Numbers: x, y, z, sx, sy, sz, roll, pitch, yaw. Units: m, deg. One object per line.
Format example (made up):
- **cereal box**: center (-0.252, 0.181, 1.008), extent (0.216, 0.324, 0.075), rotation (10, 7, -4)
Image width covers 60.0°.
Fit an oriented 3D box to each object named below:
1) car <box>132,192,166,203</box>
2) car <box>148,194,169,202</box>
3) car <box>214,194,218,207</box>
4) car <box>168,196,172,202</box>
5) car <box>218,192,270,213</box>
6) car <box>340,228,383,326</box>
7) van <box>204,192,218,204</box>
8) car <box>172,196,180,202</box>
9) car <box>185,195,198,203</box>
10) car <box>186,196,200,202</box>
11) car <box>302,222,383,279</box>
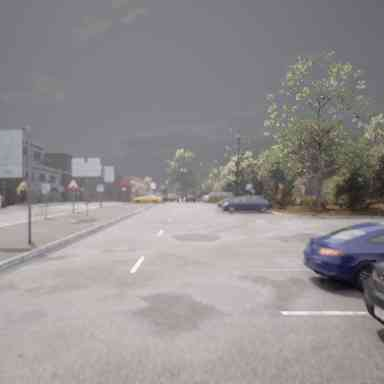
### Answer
- **car**: center (-7.570, 1.198, 56.824), extent (5.366, 1.575, 1.946), rotation (0, -1, 0)
- **car**: center (-7.547, 1.383, 74.924), extent (4.553, 1.767, 2.185), rotation (0, -1, -1)
- **car**: center (5.041, 1.253, 35.492), extent (4.674, 1.452, 2.002), rotation (0, 0, 0)
- **car**: center (-7.470, 1.123, 68.975), extent (5.566, 2.045, 2.435), rotation (0, -1, -1)
- **car**: center (5.114, 1.109, 32.321), extent (4.553, 1.767, 2.185), rotation (0, 0, 0)
- **car**: center (5.079, 1.445, 4.711), extent (4.892, 1.521, 2.231), rotation (0, 0, 0)
- **van**: center (4.772, 0.973, 56.287), extent (4.442, 1.987, 1.878), rotation (0, -1, 0)
- **car**: center (-3.596, 1.448, 70.556), extent (1.895, 1.301, 4.718), rotation (0, -1, -1)
- **car**: center (-0.291, 1.343, 65.808), extent (1.837, 1.490, 4.892), rotation (0, -1, -1)
- **car**: center (0.232, 1.757, 80.013), extent (1.895, 1.301, 4.718), rotation (-1, -2, 21)
- **car**: center (5.081, 1.459, 7.987), extent (4.674, 1.452, 2.002), rotation (0, 0, 0)
